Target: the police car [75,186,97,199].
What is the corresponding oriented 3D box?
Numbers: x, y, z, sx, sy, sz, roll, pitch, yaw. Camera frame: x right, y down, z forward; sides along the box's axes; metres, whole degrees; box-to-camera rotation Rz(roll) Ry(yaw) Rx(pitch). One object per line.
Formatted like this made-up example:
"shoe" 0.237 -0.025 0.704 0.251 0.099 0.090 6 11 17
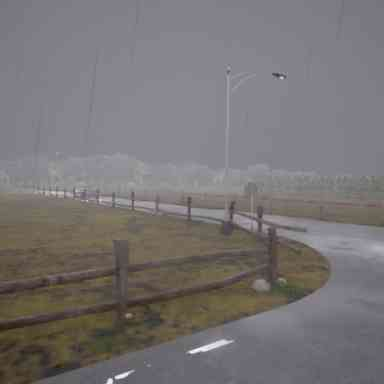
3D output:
"police car" -13.226 0.078 41.602 2.038 1.542 4.974 -1 2 -36
